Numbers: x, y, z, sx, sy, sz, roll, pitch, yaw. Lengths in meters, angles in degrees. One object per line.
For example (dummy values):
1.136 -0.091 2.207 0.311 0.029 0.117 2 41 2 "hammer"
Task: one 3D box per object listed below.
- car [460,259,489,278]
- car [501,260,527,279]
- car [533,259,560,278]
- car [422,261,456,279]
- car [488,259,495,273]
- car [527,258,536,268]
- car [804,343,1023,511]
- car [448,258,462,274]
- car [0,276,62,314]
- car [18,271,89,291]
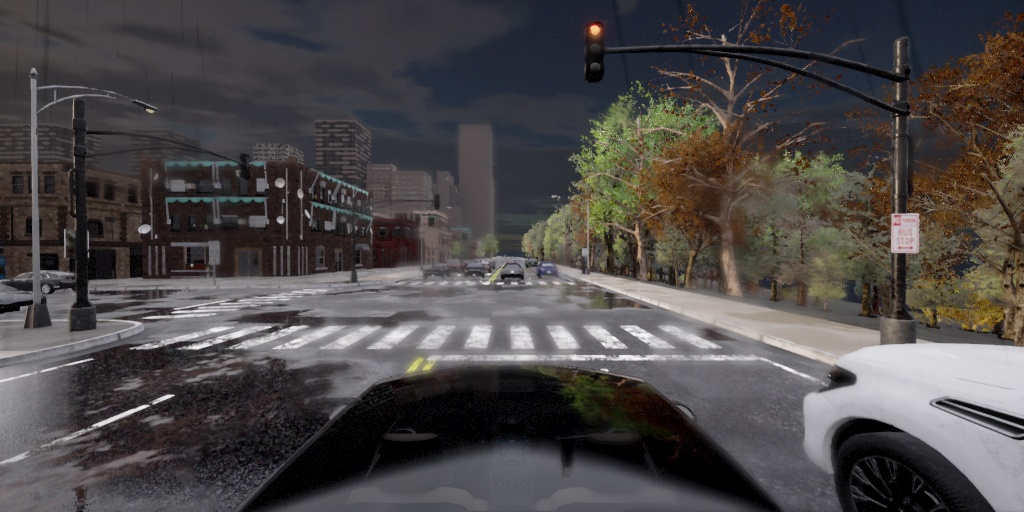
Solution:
-3.438 1.287 33.875 2.033 1.411 5.357 0 0 -4 "car"
0.037 1.304 32.100 1.994 1.385 4.181 0 0 0 "car"
3.283 1.265 33.747 1.812 1.442 4.674 0 0 0 "car"
-6.670 1.341 32.486 1.895 1.301 4.718 0 0 0 "car"
-3.424 1.261 43.338 1.812 1.442 4.674 0 0 0 "car"
3.232 1.080 58.663 2.097 1.767 4.553 0 0 0 "car"
3.355 0.972 0.382 2.150 2.045 5.566 0 0 0 "car"
-6.672 1.088 41.571 2.097 1.767 4.553 0 0 0 "car"
-19.971 1.564 13.138 4.313 1.339 1.948 0 0 0 "car"
-28.321 1.559 21.633 4.403 1.370 2.007 0 0 0 "car"
